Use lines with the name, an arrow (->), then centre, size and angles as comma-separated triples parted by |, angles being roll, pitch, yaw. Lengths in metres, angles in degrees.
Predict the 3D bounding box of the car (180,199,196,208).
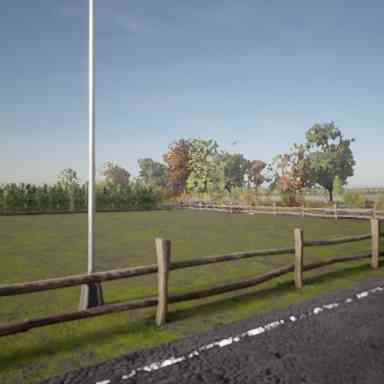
car -> -0.912, 2.285, 62.745 | 1.882, 1.535, 5.008 | 0, -1, -15

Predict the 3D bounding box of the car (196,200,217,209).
car -> 2.977, 2.197, 60.302 | 2.128, 1.511, 4.902 | 0, -1, -17

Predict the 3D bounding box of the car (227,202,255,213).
car -> 6.668, 2.062, 46.051 | 1.812, 1.442, 4.674 | -1, 0, -31

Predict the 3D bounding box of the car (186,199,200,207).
car -> 0.103, 2.311, 70.295 | 1.812, 1.442, 4.674 | 0, -1, -16

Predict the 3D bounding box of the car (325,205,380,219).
car -> 15.692, 1.916, 32.726 | 1.895, 1.301, 4.718 | 0, -1, -35
